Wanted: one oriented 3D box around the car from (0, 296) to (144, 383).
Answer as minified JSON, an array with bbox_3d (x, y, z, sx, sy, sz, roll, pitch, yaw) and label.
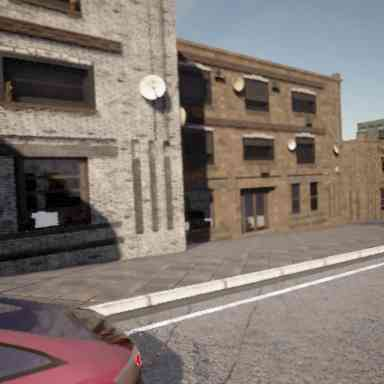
[{"bbox_3d":[-2.400,1.564,2.281,4.181,1.385,1.994,0,0,-35],"label":"car"}]
